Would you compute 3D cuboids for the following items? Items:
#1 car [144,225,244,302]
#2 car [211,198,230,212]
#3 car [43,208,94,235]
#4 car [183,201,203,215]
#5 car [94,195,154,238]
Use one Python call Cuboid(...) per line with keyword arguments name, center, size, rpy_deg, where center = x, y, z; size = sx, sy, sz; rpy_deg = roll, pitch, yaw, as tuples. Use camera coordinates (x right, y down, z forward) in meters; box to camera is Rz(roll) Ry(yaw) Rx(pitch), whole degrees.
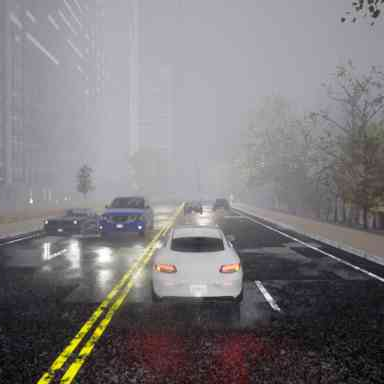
Cuboid(name="car", center=(0.103, 1.525, 8.112), size=(1.812, 1.442, 4.674), rpy_deg=(0, 0, 0))
Cuboid(name="car", center=(3.368, 1.501, 39.413), size=(1.837, 1.490, 4.892), rpy_deg=(0, 0, 0))
Cuboid(name="car", center=(-6.592, 1.599, 18.869), size=(1.895, 1.301, 4.718), rpy_deg=(0, 0, 0))
Cuboid(name="car", center=(0.116, 1.598, 33.837), size=(1.895, 1.301, 4.718), rpy_deg=(0, 0, 0))
Cuboid(name="car", center=(-3.343, 1.220, 18.127), size=(2.150, 2.045, 5.566), rpy_deg=(0, 0, 0))
